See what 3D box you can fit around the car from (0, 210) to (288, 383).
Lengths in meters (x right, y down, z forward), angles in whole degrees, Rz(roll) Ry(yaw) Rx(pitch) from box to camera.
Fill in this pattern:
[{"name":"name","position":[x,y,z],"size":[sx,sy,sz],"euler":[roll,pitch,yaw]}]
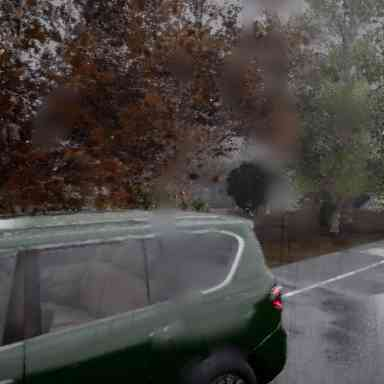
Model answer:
[{"name":"car","position":[-1.613,1.231,2.618],"size":[5.566,2.045,2.150],"euler":[0,0,-36]}]
